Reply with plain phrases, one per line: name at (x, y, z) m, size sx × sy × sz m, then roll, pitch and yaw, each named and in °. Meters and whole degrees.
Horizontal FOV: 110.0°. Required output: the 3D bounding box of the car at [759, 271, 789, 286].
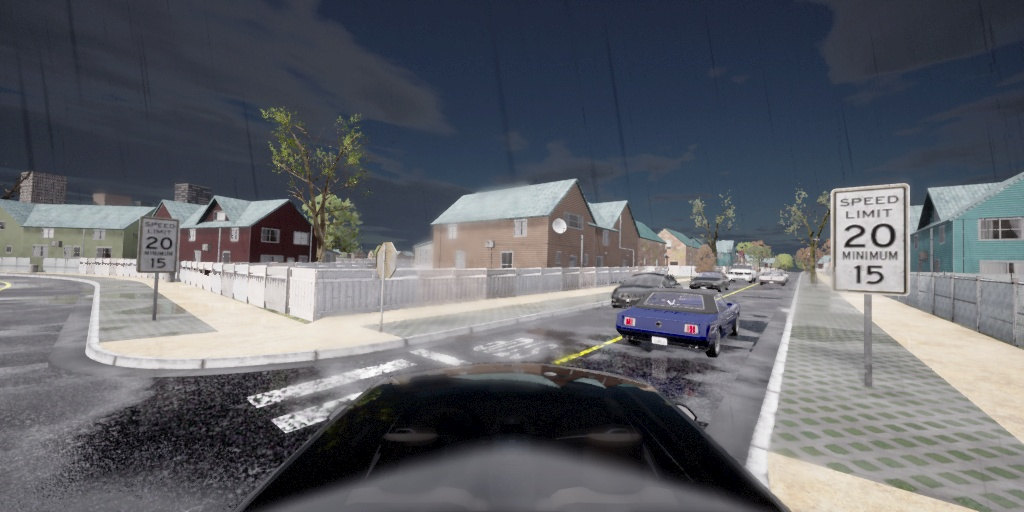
car at (24.764, 2.130, 33.981) m, size 1.895 × 1.301 × 4.718 m, roll 0°, pitch -1°, yaw 39°

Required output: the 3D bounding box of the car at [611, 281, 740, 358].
car at (4.409, 1.481, 9.016) m, size 1.895 × 1.301 × 4.718 m, roll 0°, pitch -1°, yaw 39°

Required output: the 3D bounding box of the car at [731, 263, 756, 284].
car at (24.428, 1.809, 38.020) m, size 2.150 × 2.045 × 5.566 m, roll 0°, pitch -1°, yaw 39°

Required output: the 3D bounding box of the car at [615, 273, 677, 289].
car at (5.900, 1.490, 15.371) m, size 1.837 × 1.490 × 4.892 m, roll 0°, pitch -1°, yaw 39°

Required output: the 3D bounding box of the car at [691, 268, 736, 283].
car at (14.237, 1.792, 25.632) m, size 2.033 × 1.411 × 5.357 m, roll 0°, pitch -1°, yaw 39°
